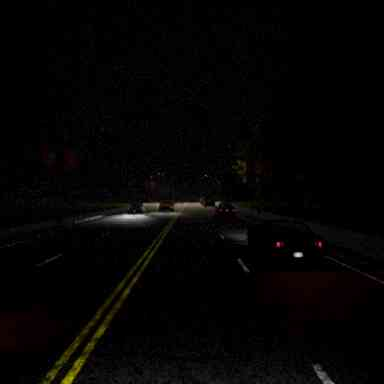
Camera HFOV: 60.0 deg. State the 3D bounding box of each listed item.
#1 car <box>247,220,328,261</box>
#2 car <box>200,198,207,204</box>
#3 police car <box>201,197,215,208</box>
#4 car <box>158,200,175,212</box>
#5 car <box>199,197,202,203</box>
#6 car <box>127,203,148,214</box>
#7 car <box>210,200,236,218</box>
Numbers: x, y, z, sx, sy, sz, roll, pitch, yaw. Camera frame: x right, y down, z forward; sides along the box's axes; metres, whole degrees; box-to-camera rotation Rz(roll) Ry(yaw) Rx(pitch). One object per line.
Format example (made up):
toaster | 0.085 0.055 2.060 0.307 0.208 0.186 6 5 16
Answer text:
car | 3.344 1.697 12.688 1.895 1.301 4.718 0 0 0
car | 3.209 2.399 93.619 1.801 1.575 5.366 0 -1 0
police car | 3.223 1.981 60.537 1.930 1.638 5.238 0 -1 0
car | -3.355 1.853 44.138 1.882 1.535 5.008 0 -1 0
car | 3.219 2.034 71.399 2.097 1.767 4.553 0 -1 0
car | -6.611 1.939 40.454 1.895 1.301 4.718 0 -1 0
car | 3.336 1.825 34.081 2.033 1.411 5.357 0 -1 0
